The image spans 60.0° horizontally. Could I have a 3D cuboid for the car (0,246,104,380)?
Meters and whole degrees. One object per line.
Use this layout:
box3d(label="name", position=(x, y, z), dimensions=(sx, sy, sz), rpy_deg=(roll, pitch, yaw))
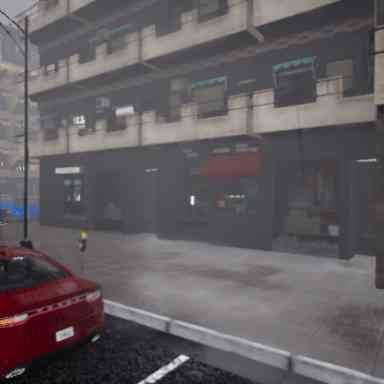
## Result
box3d(label="car", position=(-3.319, 1.544, 5.233), dimensions=(4.507, 1.381, 1.887), rpy_deg=(0, 0, 35))

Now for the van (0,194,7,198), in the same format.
box3d(label="van", position=(-17.663, 1.113, 28.991), dimensions=(1.690, 1.788, 3.998), rpy_deg=(1, 2, 35))

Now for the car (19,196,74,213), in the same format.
box3d(label="car", position=(-14.538, 1.223, 33.437), dimensions=(1.752, 1.417, 4.829), rpy_deg=(1, 2, 35))

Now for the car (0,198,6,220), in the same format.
box3d(label="car", position=(-15.516, 1.401, 22.738), dimensions=(2.033, 1.411, 5.357), rpy_deg=(0, 1, 37))

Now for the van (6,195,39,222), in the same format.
box3d(label="van", position=(-10.825, 1.152, 24.145), dimensions=(1.690, 1.788, 3.998), rpy_deg=(1, 2, 35))
